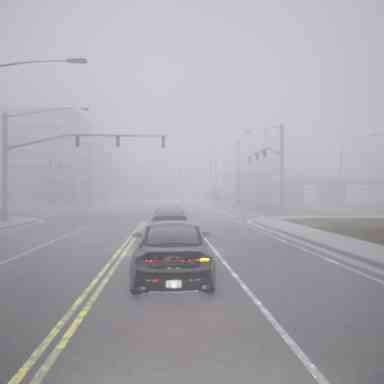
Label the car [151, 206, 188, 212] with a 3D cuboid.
[{"bbox_3d":[-1.237,1.485,18.276,1.882,1.535,5.008,0,0,-4],"label":"car"}]

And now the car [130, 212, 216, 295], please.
[{"bbox_3d":[-0.520,1.508,8.744,1.837,1.490,4.892,0,0,-4],"label":"car"}]
